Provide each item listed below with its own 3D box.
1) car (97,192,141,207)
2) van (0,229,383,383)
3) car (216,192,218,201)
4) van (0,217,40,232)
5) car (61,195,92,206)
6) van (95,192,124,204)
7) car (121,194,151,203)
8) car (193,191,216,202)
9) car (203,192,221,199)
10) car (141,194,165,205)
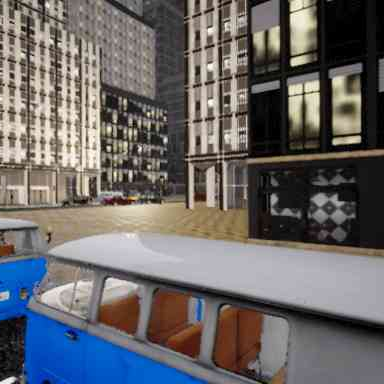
[{"bbox_3d":[-8.793,1.051,40.120,1.887,1.381,4.507,0,0,36],"label":"car"},{"bbox_3d":[0.229,1.332,2.726,3.998,1.788,1.690,1,0,36],"label":"van"},{"bbox_3d":[4.534,0.887,58.313,2.008,1.369,4.403,0,0,36],"label":"car"},{"bbox_3d":[-4.311,1.293,5.965,3.998,1.788,1.690,1,0,36],"label":"van"},{"bbox_3d":[-15.577,1.127,45.039,1.947,1.339,4.313,0,0,36],"label":"car"},{"bbox_3d":[-12.245,0.860,49.587,1.690,1.788,3.998,0,0,36],"label":"van"},{"bbox_3d":[-9.012,1.003,54.002,1.752,1.417,4.829,0,0,36],"label":"car"},{"bbox_3d":[1.202,0.694,53.763,2.192,1.841,5.009,0,0,36],"label":"car"},{"bbox_3d":[4.421,0.743,72.339,1.967,1.590,4.097,0,1,36],"label":"car"},{"bbox_3d":[-5.461,1.014,44.669,2.008,1.369,4.403,0,0,36],"label":"car"}]
